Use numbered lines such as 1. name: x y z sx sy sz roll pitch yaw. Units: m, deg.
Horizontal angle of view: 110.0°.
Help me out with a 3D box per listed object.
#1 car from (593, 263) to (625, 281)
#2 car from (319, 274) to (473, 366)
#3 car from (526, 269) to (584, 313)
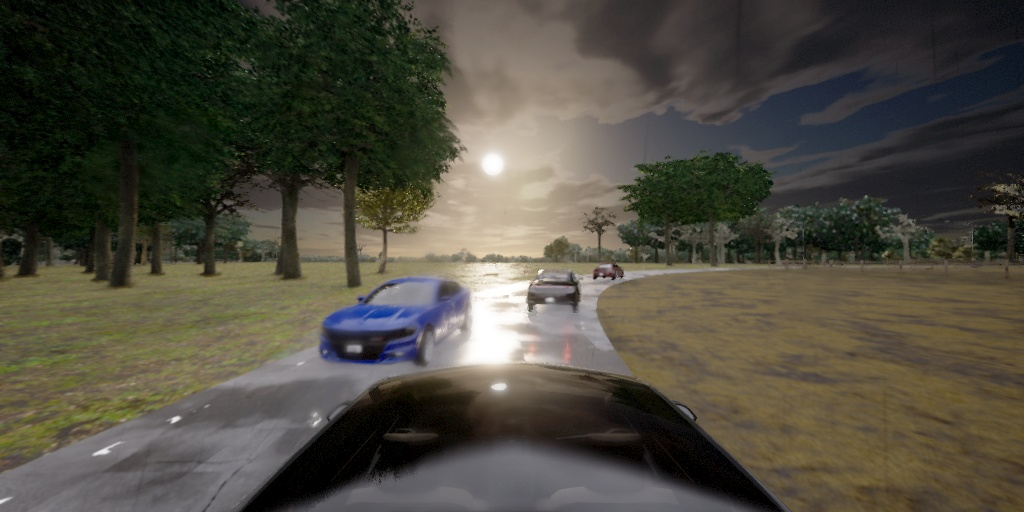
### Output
1. car: 8.358 1.312 30.963 1.812 1.442 4.674 0 0 30
2. car: -2.234 1.225 8.244 1.882 1.535 5.008 0 0 7
3. car: 1.784 1.256 14.271 2.128 1.511 4.902 0 0 12
